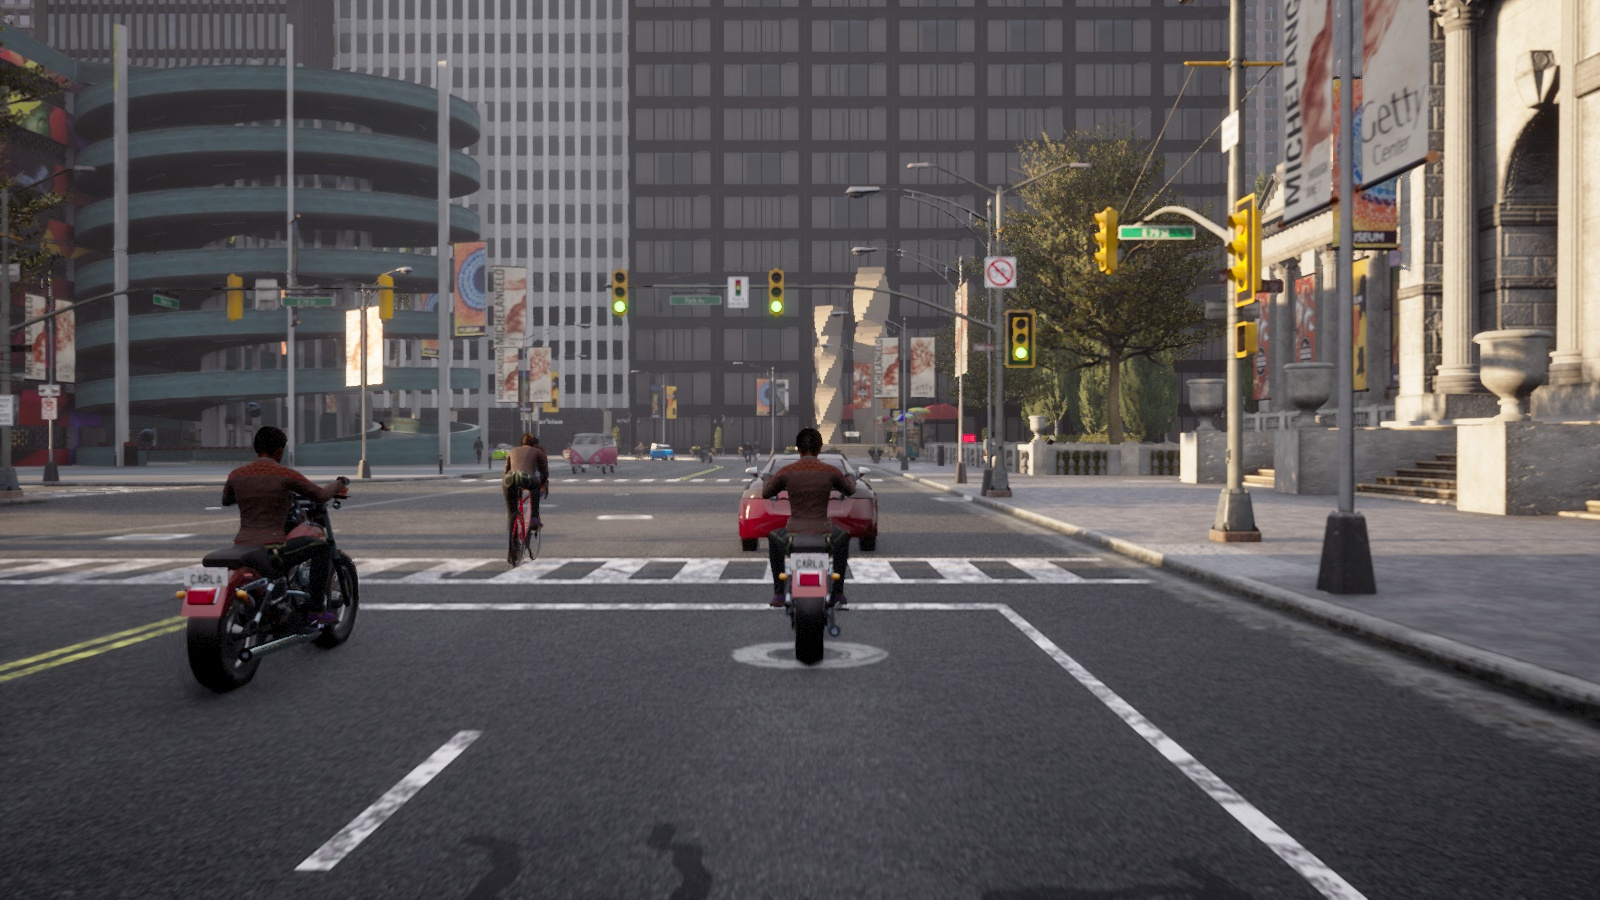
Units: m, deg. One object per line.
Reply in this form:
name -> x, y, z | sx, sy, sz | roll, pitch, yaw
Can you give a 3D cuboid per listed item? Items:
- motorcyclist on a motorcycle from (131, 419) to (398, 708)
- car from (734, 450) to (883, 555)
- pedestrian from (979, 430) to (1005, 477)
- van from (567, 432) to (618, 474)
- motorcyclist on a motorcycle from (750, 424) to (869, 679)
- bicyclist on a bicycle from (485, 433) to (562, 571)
motorcyclist on a motorcycle -> -3.437, 0.647, 8.354 | 0.766, 1.649, 2.350 | 0, 0, 0
car -> 0.123, 0.704, 18.917 | 1.994, 1.385, 4.181 | 0, 0, 0
pedestrian -> 7.502, 0.133, 49.083 | 0.874, 1.855, 0.900 | 0, 0, 1
van -> -10.138, 0.144, 61.632 | 1.775, 1.987, 4.442 | 0, 0, 0
motorcyclist on a motorcycle -> 0.068, 0.643, 9.289 | 0.766, 1.649, 2.350 | 0, 1, 0
bicyclist on a bicycle -> -3.396, 0.609, 15.530 | 0.582, 1.620, 1.656 | 0, 0, 0
